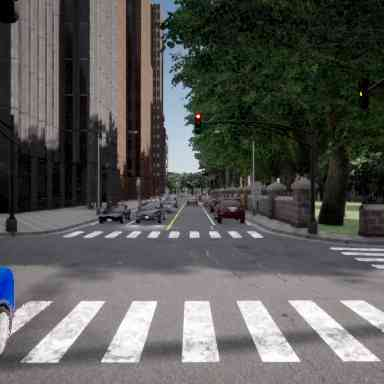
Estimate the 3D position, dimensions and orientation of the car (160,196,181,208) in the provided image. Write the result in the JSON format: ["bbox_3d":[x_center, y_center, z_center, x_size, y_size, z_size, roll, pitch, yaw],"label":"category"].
[{"bbox_3d":[-3.027,1.598,46.947,1.994,1.385,4.181,0,0,1],"label":"car"}]

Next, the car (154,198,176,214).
[{"bbox_3d":[-3.062,1.622,35.444,1.895,1.301,4.718,0,0,0],"label":"car"}]

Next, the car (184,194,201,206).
[{"bbox_3d":[0.115,1.535,55.806,2.128,1.511,4.902,0,0,1],"label":"car"}]

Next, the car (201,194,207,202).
[{"bbox_3d":[2.819,1.480,52.530,1.967,1.590,4.097,0,0,0],"label":"car"}]

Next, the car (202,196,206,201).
[{"bbox_3d":[2.813,1.585,47.074,2.008,1.369,4.403,0,0,0],"label":"car"}]

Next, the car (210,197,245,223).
[{"bbox_3d":[2.790,1.325,25.248,2.192,1.841,5.009,0,0,0],"label":"car"}]

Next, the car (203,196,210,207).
[{"bbox_3d":[2.807,1.579,41.617,2.008,1.369,4.403,0,0,0],"label":"car"}]

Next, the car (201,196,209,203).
[{"bbox_3d":[2.842,1.592,74.526,1.752,1.417,4.829,0,0,0],"label":"car"}]

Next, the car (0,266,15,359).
[{"bbox_3d":[-3.207,1.482,2.869,1.882,1.535,5.008,1,0,-10],"label":"car"}]

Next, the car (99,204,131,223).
[{"bbox_3d":[-5.735,1.576,25.248,1.947,1.339,4.313,0,0,0],"label":"car"}]

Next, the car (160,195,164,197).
[{"bbox_3d":[-5.706,1.622,52.533,1.802,1.307,4.206,0,0,0],"label":"car"}]

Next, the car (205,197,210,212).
[{"bbox_3d":[2.802,1.588,36.161,1.947,1.339,4.313,0,0,0],"label":"car"}]

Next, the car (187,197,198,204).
[{"bbox_3d":[0.070,1.619,65.786,1.994,1.385,4.181,0,0,0],"label":"car"}]

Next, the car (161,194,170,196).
[{"bbox_3d":[-5.695,1.634,63.447,1.802,1.307,4.206,0,0,0],"label":"car"}]

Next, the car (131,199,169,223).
[{"bbox_3d":[-3.079,1.516,25.520,1.837,1.490,4.892,0,0,1],"label":"car"}]

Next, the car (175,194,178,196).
[{"bbox_3d":[-5.666,1.532,90.732,1.967,1.590,4.097,0,0,0],"label":"car"}]

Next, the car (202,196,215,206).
[{"bbox_3d":[2.825,1.486,57.987,1.967,1.590,4.097,0,0,0],"label":"car"}]
